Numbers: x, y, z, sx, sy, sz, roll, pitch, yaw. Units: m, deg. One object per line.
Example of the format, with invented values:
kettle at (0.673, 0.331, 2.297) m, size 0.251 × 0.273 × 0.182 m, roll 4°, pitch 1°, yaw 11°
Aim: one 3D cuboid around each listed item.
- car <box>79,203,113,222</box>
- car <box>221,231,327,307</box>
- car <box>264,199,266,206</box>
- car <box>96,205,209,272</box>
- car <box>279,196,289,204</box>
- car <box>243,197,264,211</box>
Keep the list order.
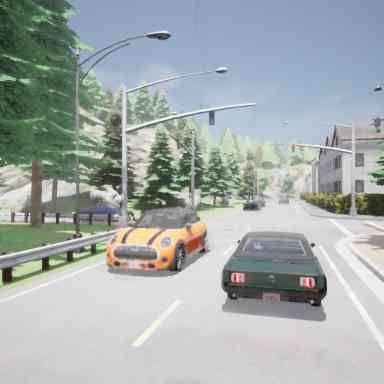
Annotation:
car at (-6.499, 1.578, 25.421) m, size 4.181 × 1.385 × 1.994 m, roll 0°, pitch 0°, yaw 15°
car at (2.021, 1.601, 8.106) m, size 1.895 × 1.301 × 4.718 m, roll 0°, pitch 0°, yaw 15°
car at (10.261, 1.491, 51.035) m, size 2.128 × 1.511 × 4.902 m, roll 0°, pitch 0°, yaw 16°
car at (-0.905, 1.352, 10.956) m, size 2.097 × 1.767 × 4.553 m, roll 0°, pitch 0°, yaw 17°
car at (17.596, 1.547, 63.512) m, size 2.033 × 1.411 × 5.357 m, roll 0°, pitch 0°, yaw 16°
car at (7.486, 1.601, 41.228) m, size 1.895 × 1.301 × 4.718 m, roll 0°, pitch 0°, yaw 16°
